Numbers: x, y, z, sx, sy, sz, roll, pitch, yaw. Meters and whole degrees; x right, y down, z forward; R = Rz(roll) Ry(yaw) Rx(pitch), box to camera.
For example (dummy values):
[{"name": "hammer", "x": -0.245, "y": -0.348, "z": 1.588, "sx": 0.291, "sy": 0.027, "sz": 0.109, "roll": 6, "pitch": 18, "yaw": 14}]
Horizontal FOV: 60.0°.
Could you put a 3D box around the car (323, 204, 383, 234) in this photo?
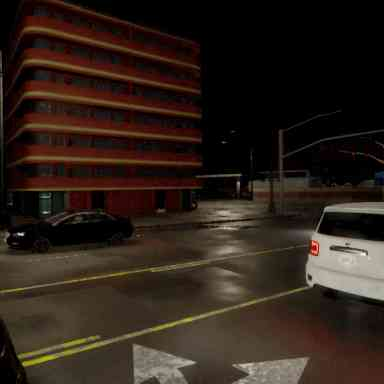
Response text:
[{"name": "car", "x": 9.846, "y": 1.473, "z": 19.456, "sx": 4.674, "sy": 1.442, "sz": 1.812, "roll": 0, "pitch": 0, "yaw": -35}]

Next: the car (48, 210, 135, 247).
[{"name": "car", "x": -4.753, "y": 1.490, "z": 13.481, "sx": 4.902, "sy": 1.511, "sz": 2.128, "roll": 0, "pitch": 0, "yaw": -35}]

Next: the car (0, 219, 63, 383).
[{"name": "car", "x": -3.639, "y": 1.222, "z": 1.156, "sx": 5.566, "sy": 2.045, "sz": 2.150, "roll": 0, "pitch": 0, "yaw": -35}]

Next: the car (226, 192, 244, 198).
[{"name": "car", "x": 11.427, "y": 0.817, "z": 85.116, "sx": 3.806, "sy": 1.475, "sz": 1.970, "roll": -1, "pitch": 1, "yaw": -35}]

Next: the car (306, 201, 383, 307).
[{"name": "car", "x": 4.804, "y": 1.217, "z": 7.153, "sx": 5.566, "sy": 2.045, "sz": 2.150, "roll": 0, "pitch": 0, "yaw": -35}]

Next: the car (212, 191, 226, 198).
[{"name": "car", "x": 7.461, "y": 0.671, "z": 89.343, "sx": 4.611, "sy": 1.667, "sz": 2.242, "roll": -1, "pitch": 1, "yaw": -35}]
